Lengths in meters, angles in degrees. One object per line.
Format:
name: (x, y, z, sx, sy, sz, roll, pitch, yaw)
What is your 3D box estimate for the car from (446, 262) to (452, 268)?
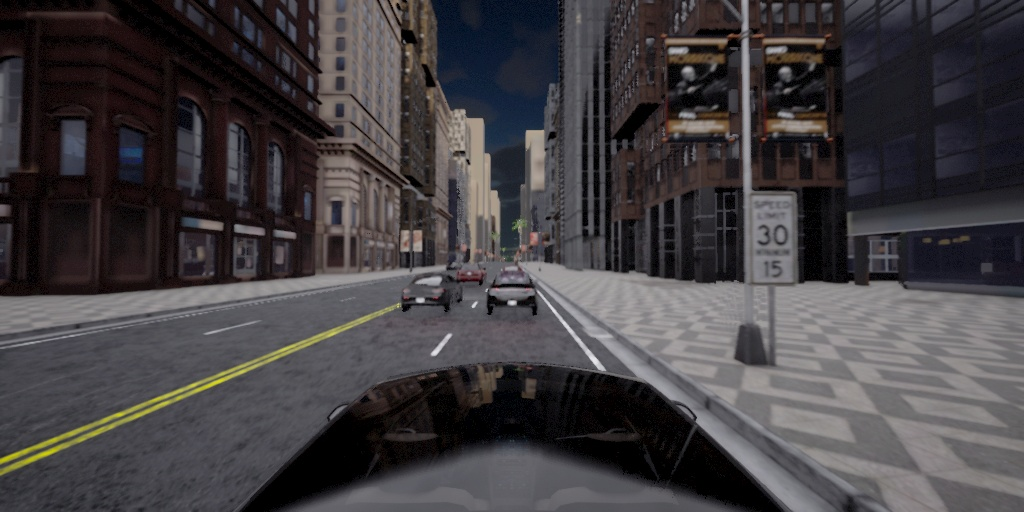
car: (-9.809, 1.801, 59.820, 1.837, 1.490, 4.892, 0, 0, 1)

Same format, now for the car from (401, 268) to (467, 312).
car: (-3.205, 1.400, 14.945, 1.812, 1.442, 4.674, 0, 0, 1)

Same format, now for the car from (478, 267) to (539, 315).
car: (0.037, 1.360, 14.278, 2.128, 1.511, 4.902, 0, 0, 1)

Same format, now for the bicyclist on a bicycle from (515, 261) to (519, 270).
bicyclist on a bicycle: (0.881, 1.802, 65.468, 0.582, 1.620, 1.656, 0, -1, 0)

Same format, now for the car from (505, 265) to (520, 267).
car: (0.045, 1.501, 30.450, 1.882, 1.535, 5.008, 0, 0, 0)

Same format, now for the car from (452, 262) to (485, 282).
car: (-3.215, 1.363, 29.211, 2.097, 1.767, 4.553, 0, -1, 1)
